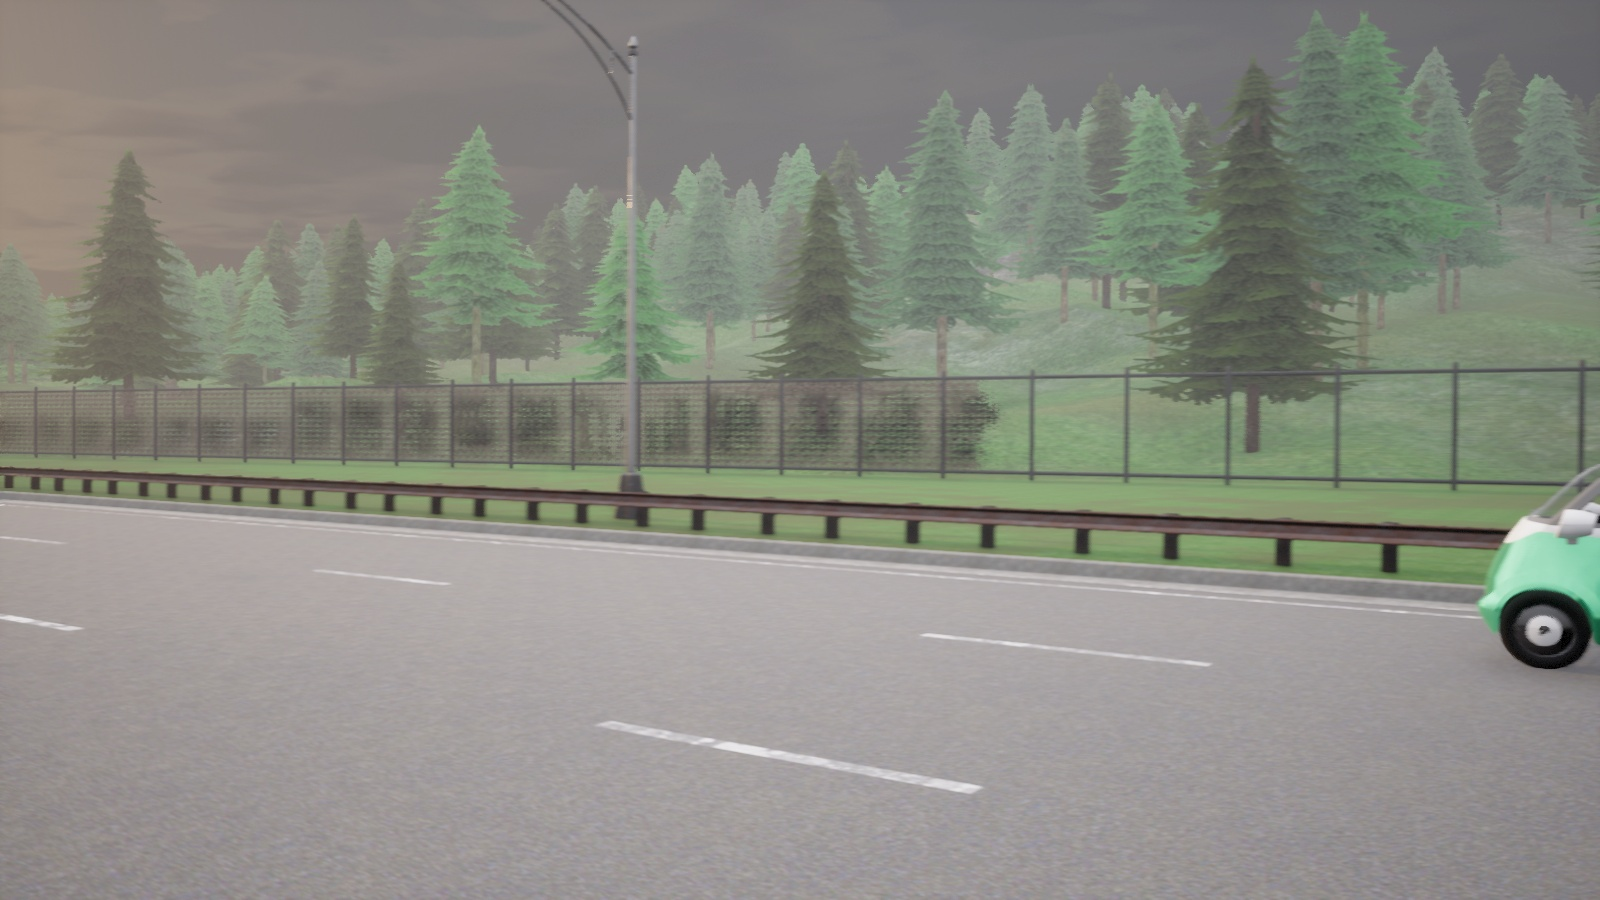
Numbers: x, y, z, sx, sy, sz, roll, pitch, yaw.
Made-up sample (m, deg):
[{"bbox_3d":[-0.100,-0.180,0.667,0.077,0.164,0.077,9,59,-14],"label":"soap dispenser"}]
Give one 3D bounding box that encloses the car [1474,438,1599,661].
[{"bbox_3d":[5.737,0.620,8.216,2.207,1.376,1.481,1,1,34],"label":"car"}]
